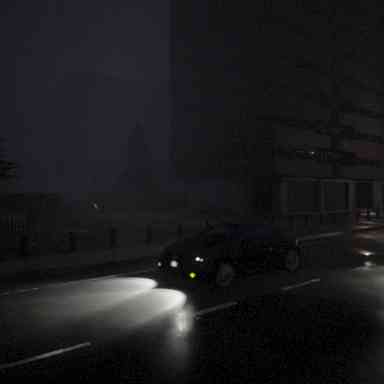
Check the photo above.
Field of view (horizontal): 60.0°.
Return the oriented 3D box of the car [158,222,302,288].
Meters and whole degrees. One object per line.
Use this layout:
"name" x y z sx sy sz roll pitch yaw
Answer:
"car" 1.161 1.564 9.272 4.181 1.385 1.994 0 0 -37
